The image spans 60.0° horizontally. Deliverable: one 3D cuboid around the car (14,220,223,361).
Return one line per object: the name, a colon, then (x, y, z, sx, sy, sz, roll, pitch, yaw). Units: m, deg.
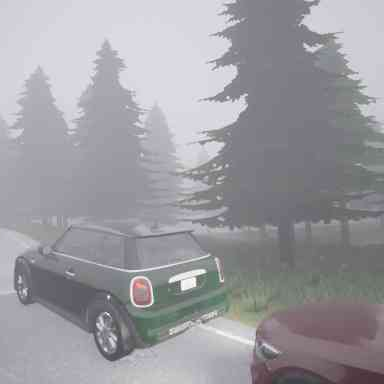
car: (-1.577, 1.308, 6.219, 4.553, 1.767, 2.097, 1, 1, 44)

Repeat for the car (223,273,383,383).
car: (2.749, 1.531, 2.595, 4.674, 1.442, 1.812, 1, 0, 36)
